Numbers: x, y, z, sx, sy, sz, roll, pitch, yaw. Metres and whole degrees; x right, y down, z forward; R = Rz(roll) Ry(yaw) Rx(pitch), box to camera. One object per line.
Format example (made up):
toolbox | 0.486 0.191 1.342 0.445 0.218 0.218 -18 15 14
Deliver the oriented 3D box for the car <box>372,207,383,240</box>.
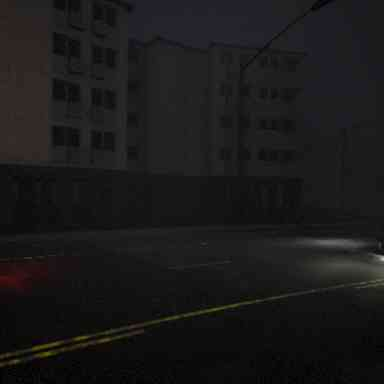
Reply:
car | 11.605 1.547 16.156 4.902 1.511 2.128 1 0 -15

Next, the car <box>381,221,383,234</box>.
car | 9.291 1.399 11.802 4.553 1.767 2.097 1 0 -17
